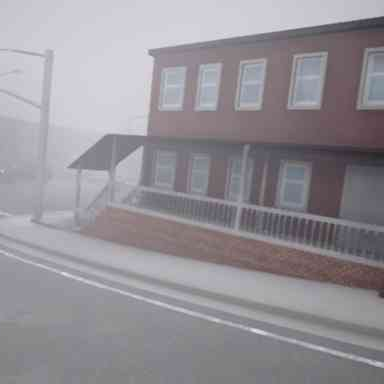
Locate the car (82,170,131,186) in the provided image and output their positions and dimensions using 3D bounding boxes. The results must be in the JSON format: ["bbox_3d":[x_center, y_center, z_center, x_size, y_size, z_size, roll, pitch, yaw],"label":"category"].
[{"bbox_3d":[-10.253,-1.602,40.348,1.882,1.535,5.008,9,5,35],"label":"car"}]

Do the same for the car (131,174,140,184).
[{"bbox_3d":[-8.233,-1.978,49.098,1.994,1.385,4.181,9,5,35],"label":"car"}]

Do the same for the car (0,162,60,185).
[{"bbox_3d":[-16.187,-1.860,32.028,2.150,2.045,5.566,9,5,36],"label":"car"}]

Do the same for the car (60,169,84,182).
[{"bbox_3d":[-14.035,-2.043,41.035,1.837,1.490,4.892,9,5,35],"label":"car"}]
